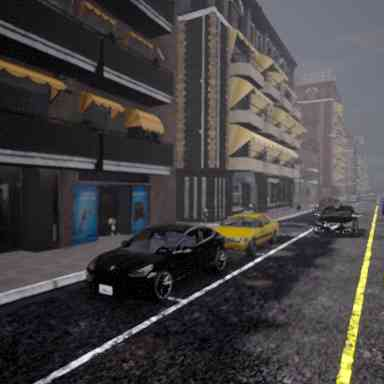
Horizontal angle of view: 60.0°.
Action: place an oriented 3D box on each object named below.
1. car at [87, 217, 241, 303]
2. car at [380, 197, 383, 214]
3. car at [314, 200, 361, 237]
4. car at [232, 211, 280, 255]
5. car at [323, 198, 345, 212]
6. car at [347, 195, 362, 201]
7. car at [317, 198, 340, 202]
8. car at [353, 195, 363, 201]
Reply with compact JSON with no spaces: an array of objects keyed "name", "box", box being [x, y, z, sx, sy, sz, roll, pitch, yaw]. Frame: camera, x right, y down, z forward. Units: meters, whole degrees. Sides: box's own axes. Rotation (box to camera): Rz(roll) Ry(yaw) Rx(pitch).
[{"name":"car","box":[-0.570,1.489,8.248,1.947,1.339,4.313,1,1,30]},{"name":"car","box":[20.091,1.137,33.008,2.150,2.045,5.566,1,1,30]},{"name":"car","box":[7.770,1.427,17.678,1.837,1.490,4.892,1,1,30]},{"name":"car","box":[2.135,1.434,13.013,1.752,1.417,4.829,1,1,30]},{"name":"car","box":[16.155,1.423,37.725,1.802,1.307,4.206,1,0,30]},{"name":"car","box":[30.093,1.336,62.289,2.008,1.369,4.403,1,0,30]},{"name":"car","box":[13.369,1.294,32.811,1.967,1.590,4.097,1,0,30]},{"name":"car","box":[39.211,1.334,78.461,1.802,1.307,4.206,1,0,30]}]
